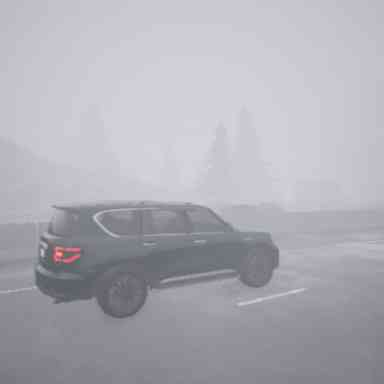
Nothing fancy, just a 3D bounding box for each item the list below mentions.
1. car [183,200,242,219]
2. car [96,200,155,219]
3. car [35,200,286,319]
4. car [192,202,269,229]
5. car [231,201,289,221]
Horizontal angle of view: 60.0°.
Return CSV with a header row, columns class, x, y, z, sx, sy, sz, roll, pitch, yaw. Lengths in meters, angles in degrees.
class,x,y,z,sx,sy,sz,roll,pitch,yaw
car,1.843,1.463,29.569,4.902,1.511,2.128,0,0,-28
car,-5.812,1.466,29.205,4.674,1.442,1.812,0,0,-31
car,-0.489,1.209,7.553,5.566,2.045,2.150,0,0,-34
car,2.564,1.488,21.954,4.892,1.490,1.837,0,0,-30
car,5.671,1.514,27.643,4.674,1.442,1.812,0,0,-28
